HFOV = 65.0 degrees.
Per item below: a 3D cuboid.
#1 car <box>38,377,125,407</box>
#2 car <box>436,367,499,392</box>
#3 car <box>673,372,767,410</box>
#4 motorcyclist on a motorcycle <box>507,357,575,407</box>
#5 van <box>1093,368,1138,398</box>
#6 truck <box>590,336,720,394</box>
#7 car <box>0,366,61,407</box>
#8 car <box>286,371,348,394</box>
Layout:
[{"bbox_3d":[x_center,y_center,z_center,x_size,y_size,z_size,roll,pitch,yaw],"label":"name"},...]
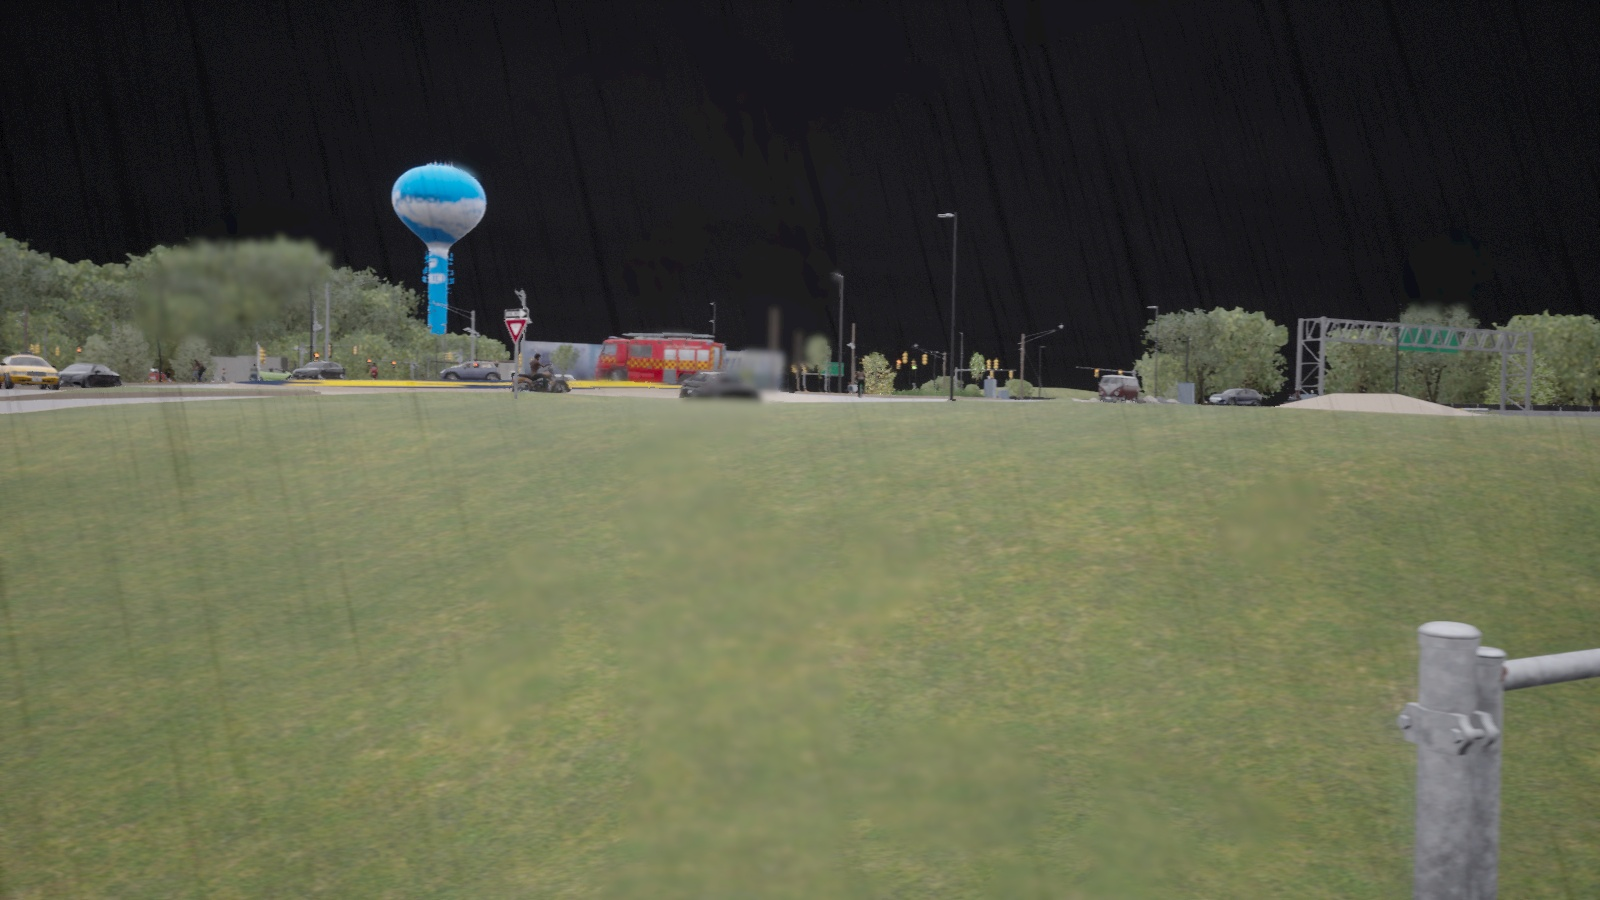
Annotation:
[{"bbox_3d":[-36.119,-2.880,63.287,1.812,1.442,4.674,0,2,-2],"label":"car"},{"bbox_3d":[-21.202,-4.493,80.088,3.806,1.475,1.970,-2,2,-15],"label":"car"},{"bbox_3d":[-3.512,-2.621,55.794,1.816,1.474,4.193,9,7,35],"label":"car"},{"bbox_3d":[-9.054,-2.364,44.025,0.766,1.649,2.350,0,1,41],"label":"motorcyclist on a motorcycle"},{"bbox_3d":[21.875,-4.627,86.896,1.775,1.987,4.442,3,3,31],"label":"van"},{"bbox_3d":[-10.006,-5.853,86.792,8.468,3.827,2.891,1,1,18],"label":"truck"},{"bbox_3d":[-31.939,-2.578,51.683,1.801,1.575,5.366,0,2,-39],"label":"car"},{"bbox_3d":[-34.479,-4.855,89.785,1.837,1.490,4.892,1,4,10],"label":"car"}]
